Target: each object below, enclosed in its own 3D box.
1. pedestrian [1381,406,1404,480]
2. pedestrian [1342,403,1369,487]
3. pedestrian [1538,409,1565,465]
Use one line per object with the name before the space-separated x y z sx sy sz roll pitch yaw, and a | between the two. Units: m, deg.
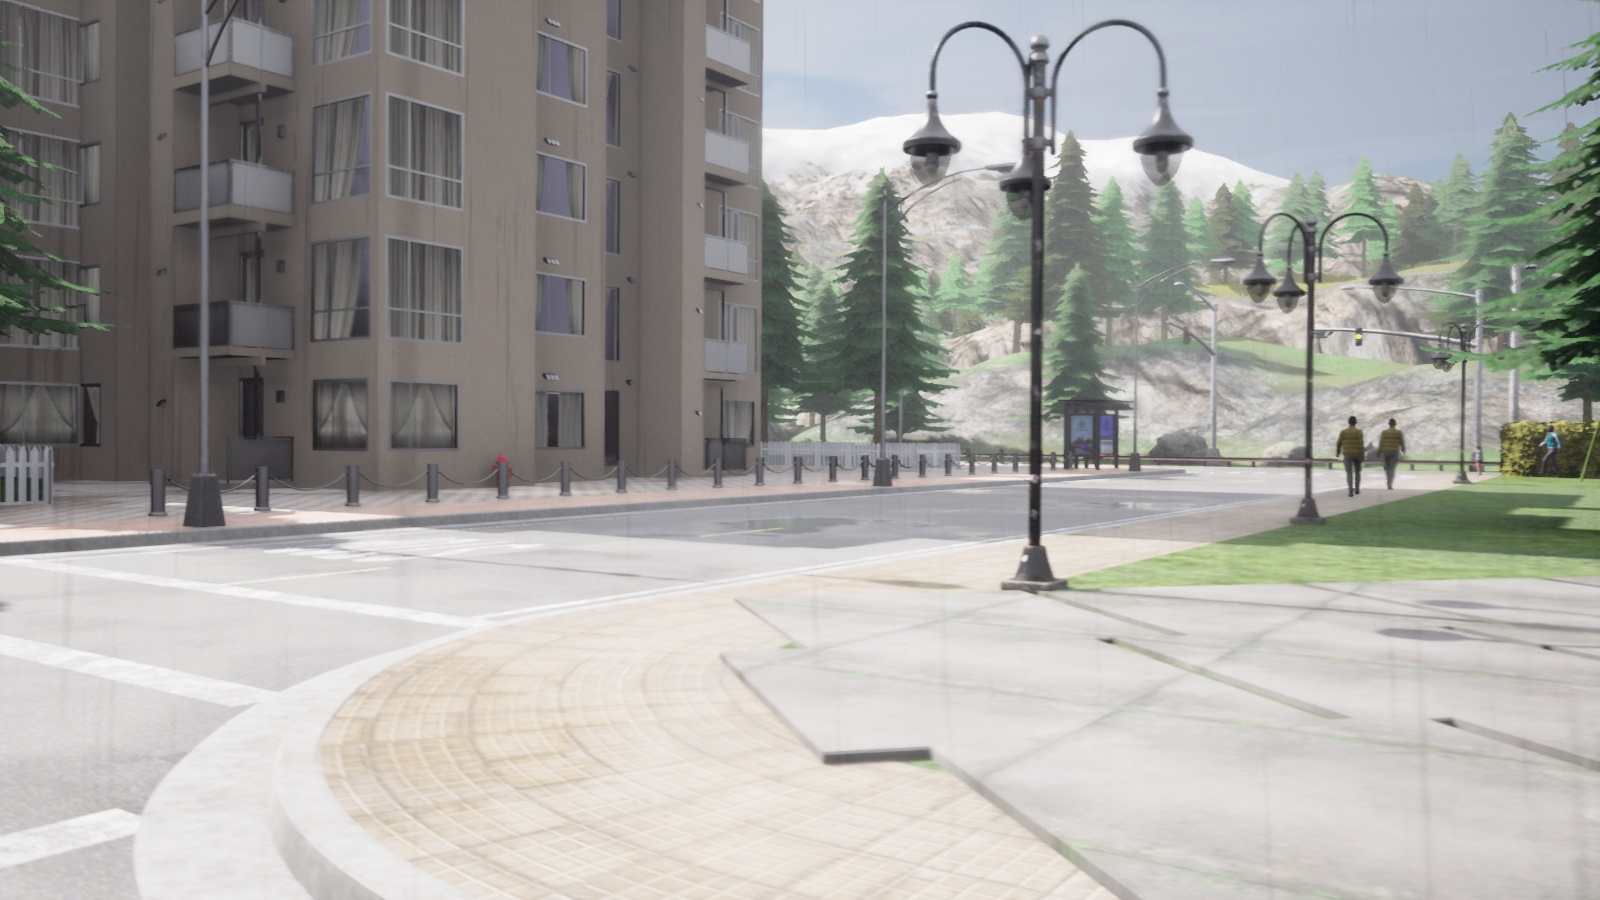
pedestrian | 15.020 -0.187 31.809 0.431 1.840 0.709 0 1 33
pedestrian | 12.310 -0.108 27.819 0.431 1.840 0.709 0 1 32
pedestrian | 25.713 -0.443 42.990 0.692 1.930 0.396 -1 1 -1
